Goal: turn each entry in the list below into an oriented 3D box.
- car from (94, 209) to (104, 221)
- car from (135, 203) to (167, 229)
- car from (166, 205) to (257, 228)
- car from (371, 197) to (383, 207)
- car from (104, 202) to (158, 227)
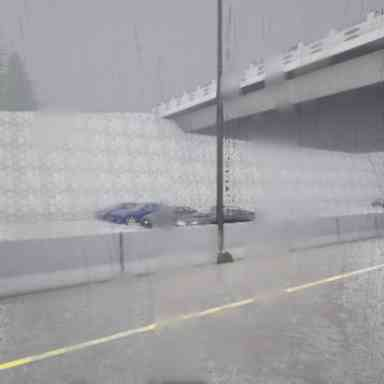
[{"bbox_3d":[-5.258,1.527,26.036,4.674,1.442,1.812,0,0,-35],"label":"car"},{"bbox_3d":[-1.029,1.565,20.455,4.181,1.385,1.994,0,0,-35],"label":"car"},{"bbox_3d":[1.395,1.492,17.885,4.902,1.511,2.128,0,0,-35],"label":"car"},{"bbox_3d":[29.028,1.527,50.450,4.674,1.442,1.812,0,0,-35],"label":"car"},{"bbox_3d":[-3.188,1.479,23.214,5.008,1.535,1.882,0,0,-35],"label":"car"}]
